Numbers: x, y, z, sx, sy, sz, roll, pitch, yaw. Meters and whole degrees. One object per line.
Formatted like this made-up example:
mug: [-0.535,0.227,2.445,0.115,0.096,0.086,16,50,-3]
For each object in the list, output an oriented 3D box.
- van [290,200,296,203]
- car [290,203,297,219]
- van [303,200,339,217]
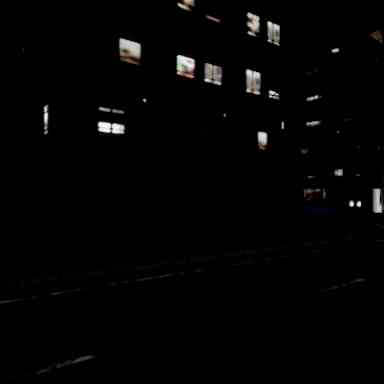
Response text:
van: [11.386,1.904,42.501,1.690,1.788,3.998,-1,0,-36]
car: [7.963,2.046,33.066,1.802,1.307,4.206,-1,0,-36]
van: [14.703,1.831,37.986,1.690,1.788,3.998,-1,0,-36]
